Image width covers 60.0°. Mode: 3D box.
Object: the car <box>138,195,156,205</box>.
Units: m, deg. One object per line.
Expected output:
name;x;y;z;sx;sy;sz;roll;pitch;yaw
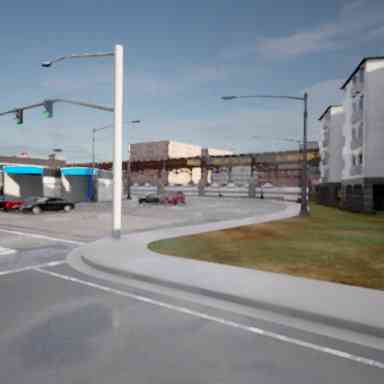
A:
car;-5.902;1.072;46.766;1.895;1.301;4.718;1;1;15

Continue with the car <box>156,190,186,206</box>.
car;-2.539;0.747;45.716;2.150;2.045;5.566;1;1;16

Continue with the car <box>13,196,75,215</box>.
car;-12.250;1.089;28.353;1.812;1.442;4.674;1;1;36

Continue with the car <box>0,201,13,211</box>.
car;-14.956;1.107;30.533;1.895;1.301;4.718;1;1;37
